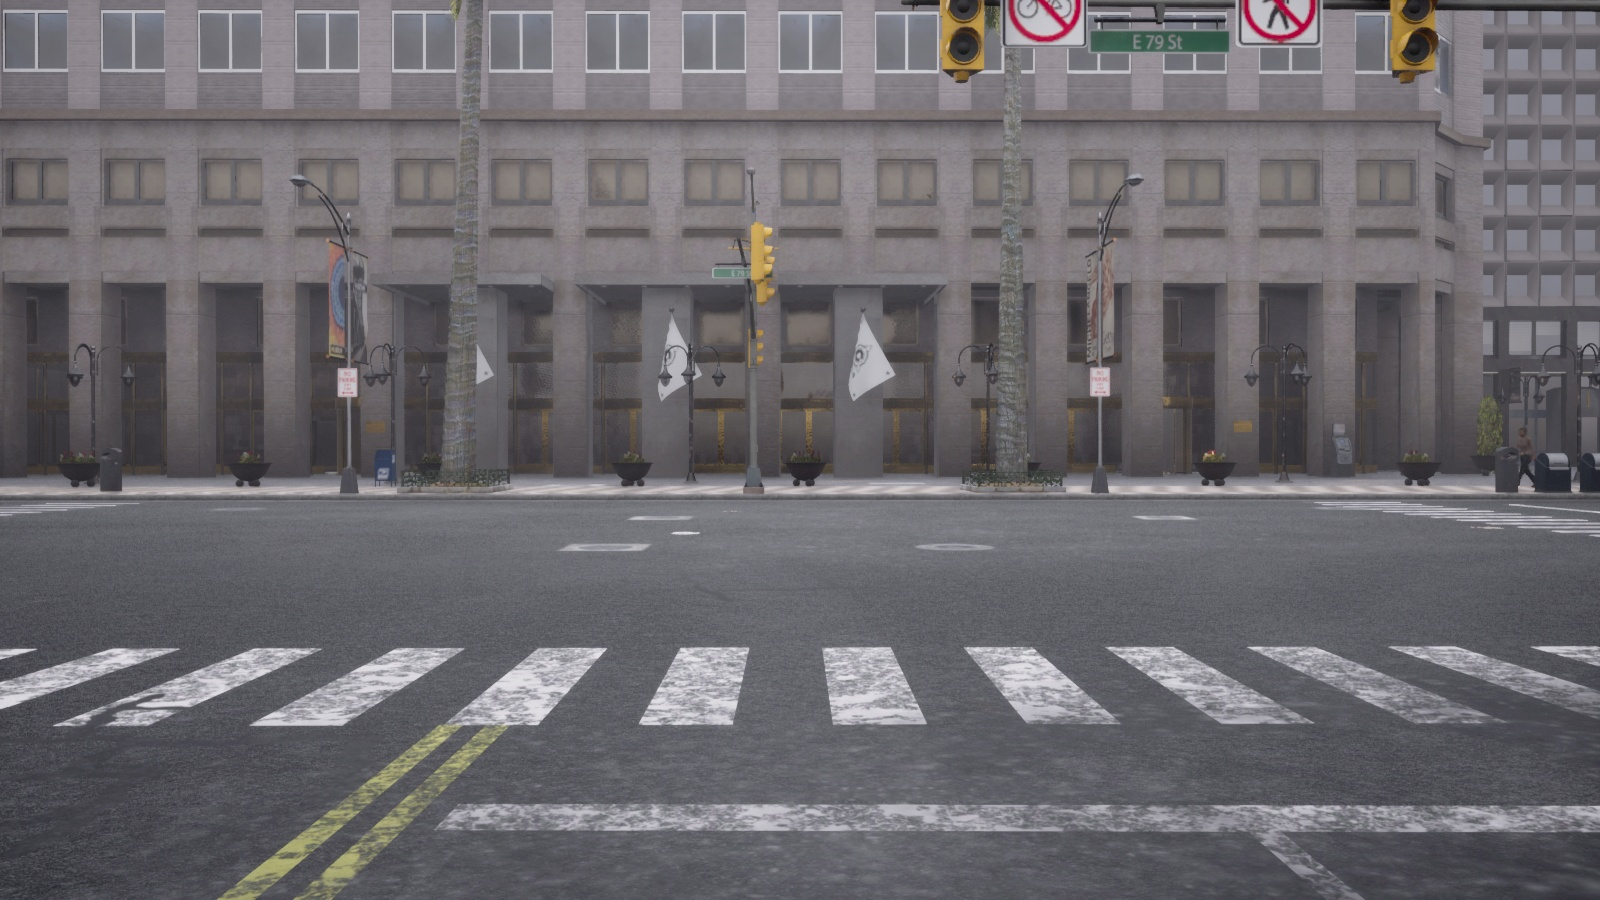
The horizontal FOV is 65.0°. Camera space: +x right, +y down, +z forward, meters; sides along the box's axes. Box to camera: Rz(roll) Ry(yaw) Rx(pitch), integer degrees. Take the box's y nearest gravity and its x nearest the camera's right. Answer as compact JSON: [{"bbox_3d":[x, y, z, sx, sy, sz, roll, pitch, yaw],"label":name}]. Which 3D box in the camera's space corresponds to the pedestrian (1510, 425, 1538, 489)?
[{"bbox_3d":[21.030,0.214,36.477,0.634,1.846,0.331,0,0,-13],"label":"pedestrian"}]
